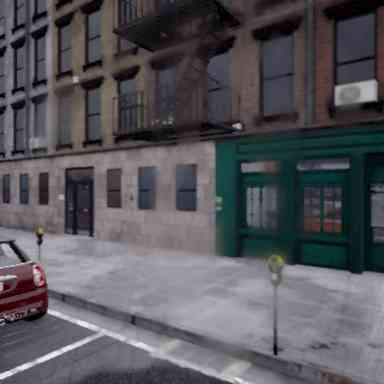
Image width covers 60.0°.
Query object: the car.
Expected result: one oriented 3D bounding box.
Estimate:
[{"bbox_3d":[-4.467,1.430,5.997,4.097,1.590,1.967,0,0,36],"label":"car"}]
